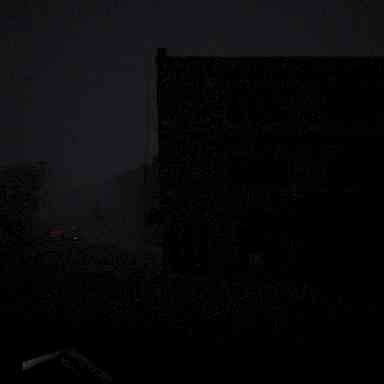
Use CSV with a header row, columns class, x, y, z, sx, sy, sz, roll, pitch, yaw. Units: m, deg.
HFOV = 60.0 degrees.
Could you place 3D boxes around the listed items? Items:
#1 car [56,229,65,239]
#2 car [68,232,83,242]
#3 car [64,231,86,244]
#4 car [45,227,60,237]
class,x,y,z,sx,sy,sz,roll,pitch,yaw
car,-23.465,8.135,62.336,1.812,1.442,4.674,0,-5,-36
car,-18.843,7.189,53.736,1.812,1.442,4.674,-1,-6,-25
car,-14.890,5.915,43.052,1.994,1.385,4.181,-1,-7,-14
car,-29.473,8.469,70.661,2.150,2.045,5.566,0,-4,-38
